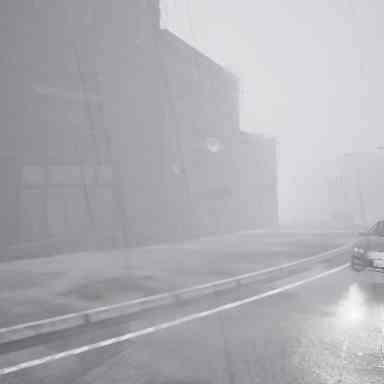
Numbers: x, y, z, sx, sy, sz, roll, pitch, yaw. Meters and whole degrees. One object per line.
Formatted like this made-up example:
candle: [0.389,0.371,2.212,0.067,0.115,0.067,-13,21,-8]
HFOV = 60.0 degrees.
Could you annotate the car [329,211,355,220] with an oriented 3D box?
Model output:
car: [21.782,3.476,48.364,1.895,1.301,4.718,-1,-3,1]

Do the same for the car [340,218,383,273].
car: [6.588,1.655,10.515,2.128,1.511,4.902,-1,-2,42]
